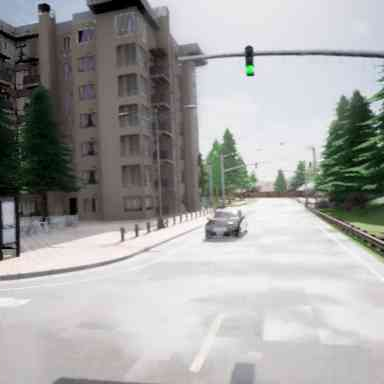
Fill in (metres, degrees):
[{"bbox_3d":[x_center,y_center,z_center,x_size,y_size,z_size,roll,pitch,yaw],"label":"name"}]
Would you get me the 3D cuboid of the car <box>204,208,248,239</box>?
[{"bbox_3d":[1.952,1.683,18.371,2.128,1.511,4.902,-3,0,15],"label":"car"}]
